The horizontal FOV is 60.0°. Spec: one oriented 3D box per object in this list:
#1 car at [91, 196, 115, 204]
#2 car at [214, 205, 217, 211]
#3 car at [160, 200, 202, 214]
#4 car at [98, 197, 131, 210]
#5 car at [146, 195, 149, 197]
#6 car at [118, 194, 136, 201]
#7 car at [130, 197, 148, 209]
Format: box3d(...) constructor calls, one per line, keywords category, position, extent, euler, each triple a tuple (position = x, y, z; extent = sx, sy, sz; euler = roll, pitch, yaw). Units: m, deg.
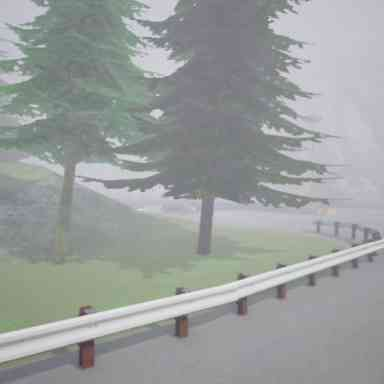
box3d(category="car", position=(-21.121, 1.448, 78.879), extent=(4.892, 1.490, 1.837), euler=(1, 0, 41))
box3d(category="car", position=(0.800, 1.782, 41.107), extent=(4.892, 1.490, 1.837), euler=(0, 0, 41))
box3d(category="car", position=(-1.571, 1.736, 38.531), extent=(4.902, 1.511, 2.128), euler=(0, 0, 41))
box3d(category="car", position=(-11.230, 1.791, 46.913), extent=(4.718, 1.301, 1.895), euler=(1, 0, 41))
box3d(category="car", position=(-10.987, 1.409, 74.691), extent=(5.566, 2.045, 2.150), euler=(1, 0, 41))
box3d(category="car", position=(-16.497, 1.369, 84.136), extent=(4.553, 1.767, 2.097), euler=(1, 0, 41))
box3d(category="car", position=(-8.725, 1.789, 49.377), extent=(4.181, 1.385, 1.994), euler=(1, 0, 41))
